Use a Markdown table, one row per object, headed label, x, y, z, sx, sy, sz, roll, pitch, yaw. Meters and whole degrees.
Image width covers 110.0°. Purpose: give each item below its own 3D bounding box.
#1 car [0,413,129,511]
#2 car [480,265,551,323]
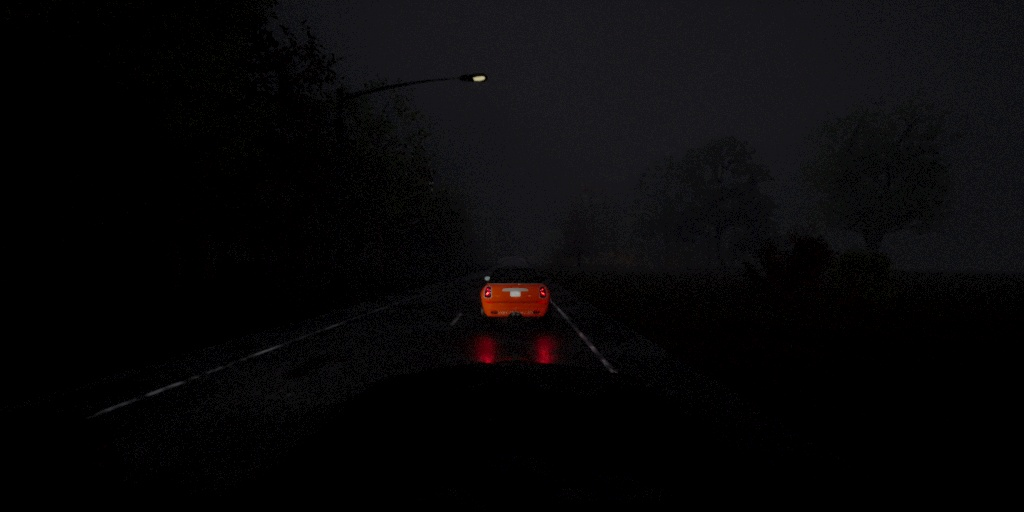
| label | x | y | z | sx | sy | sz | roll | pitch | yaw |
| --- | --- | --- | --- | --- | --- | --- | --- | --- | --- |
| car | -3.394 | 1.242 | 0.257 | 2.128 | 1.511 | 4.902 | 0 | 0 | 0 |
| car | 0.098 | 1.100 | 12.289 | 2.097 | 1.767 | 4.553 | 0 | 0 | 0 |
